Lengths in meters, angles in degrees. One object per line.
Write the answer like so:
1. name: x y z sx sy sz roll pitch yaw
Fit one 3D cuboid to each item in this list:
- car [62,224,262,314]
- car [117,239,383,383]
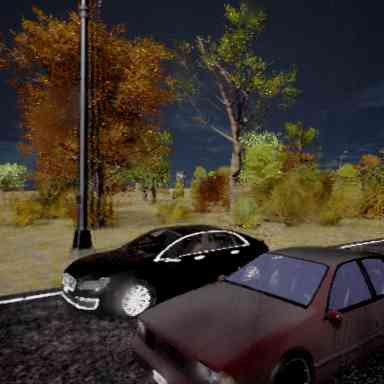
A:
1. car: -0.305 1.532 7.452 4.892 1.490 1.837 0 0 -35
2. car: 1.844 1.577 4.994 5.357 1.411 2.033 0 0 -35
